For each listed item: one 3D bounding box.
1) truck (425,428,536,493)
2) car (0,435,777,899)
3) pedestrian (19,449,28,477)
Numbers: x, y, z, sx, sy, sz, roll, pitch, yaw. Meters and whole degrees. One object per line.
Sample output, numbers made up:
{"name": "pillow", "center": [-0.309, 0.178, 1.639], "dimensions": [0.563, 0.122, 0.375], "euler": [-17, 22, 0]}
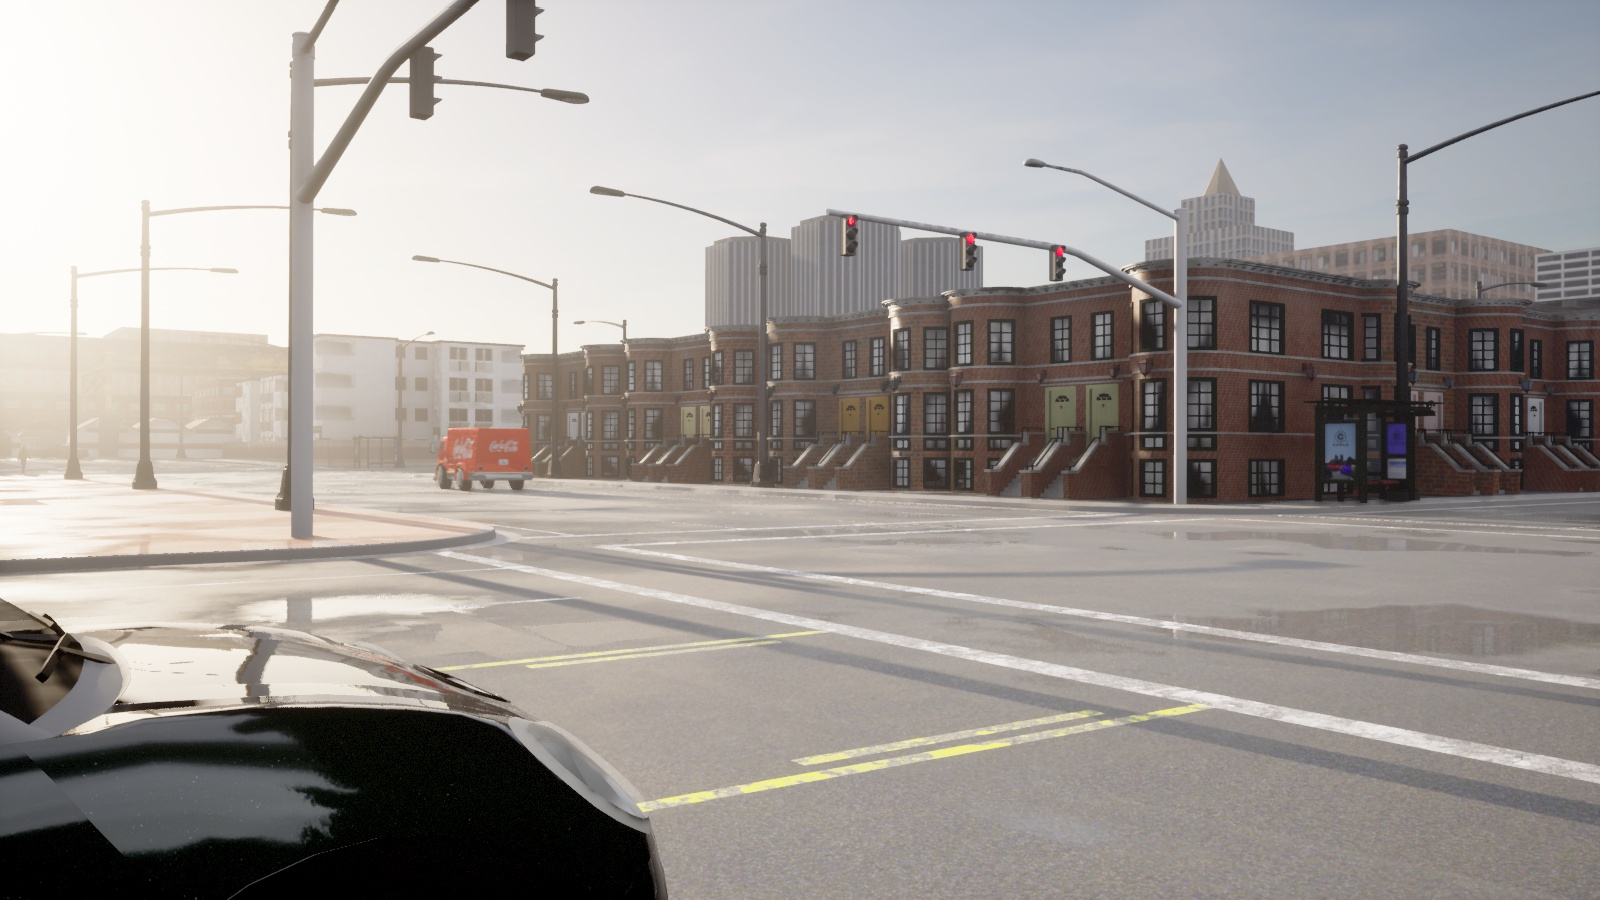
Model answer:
{"name": "truck", "center": [-12.796, 0.408, 50.051], "dimensions": [2.627, 2.467, 5.204], "euler": [0, 0, -35]}
{"name": "car", "center": [-2.171, 0.720, 2.205], "dimensions": [3.806, 1.475, 1.970], "euler": [0, 0, -35]}
{"name": "pedestrian", "center": [-51.130, 0.841, 82.693], "dimensions": [0.431, 1.840, 0.709], "euler": [0, 0, -40]}
